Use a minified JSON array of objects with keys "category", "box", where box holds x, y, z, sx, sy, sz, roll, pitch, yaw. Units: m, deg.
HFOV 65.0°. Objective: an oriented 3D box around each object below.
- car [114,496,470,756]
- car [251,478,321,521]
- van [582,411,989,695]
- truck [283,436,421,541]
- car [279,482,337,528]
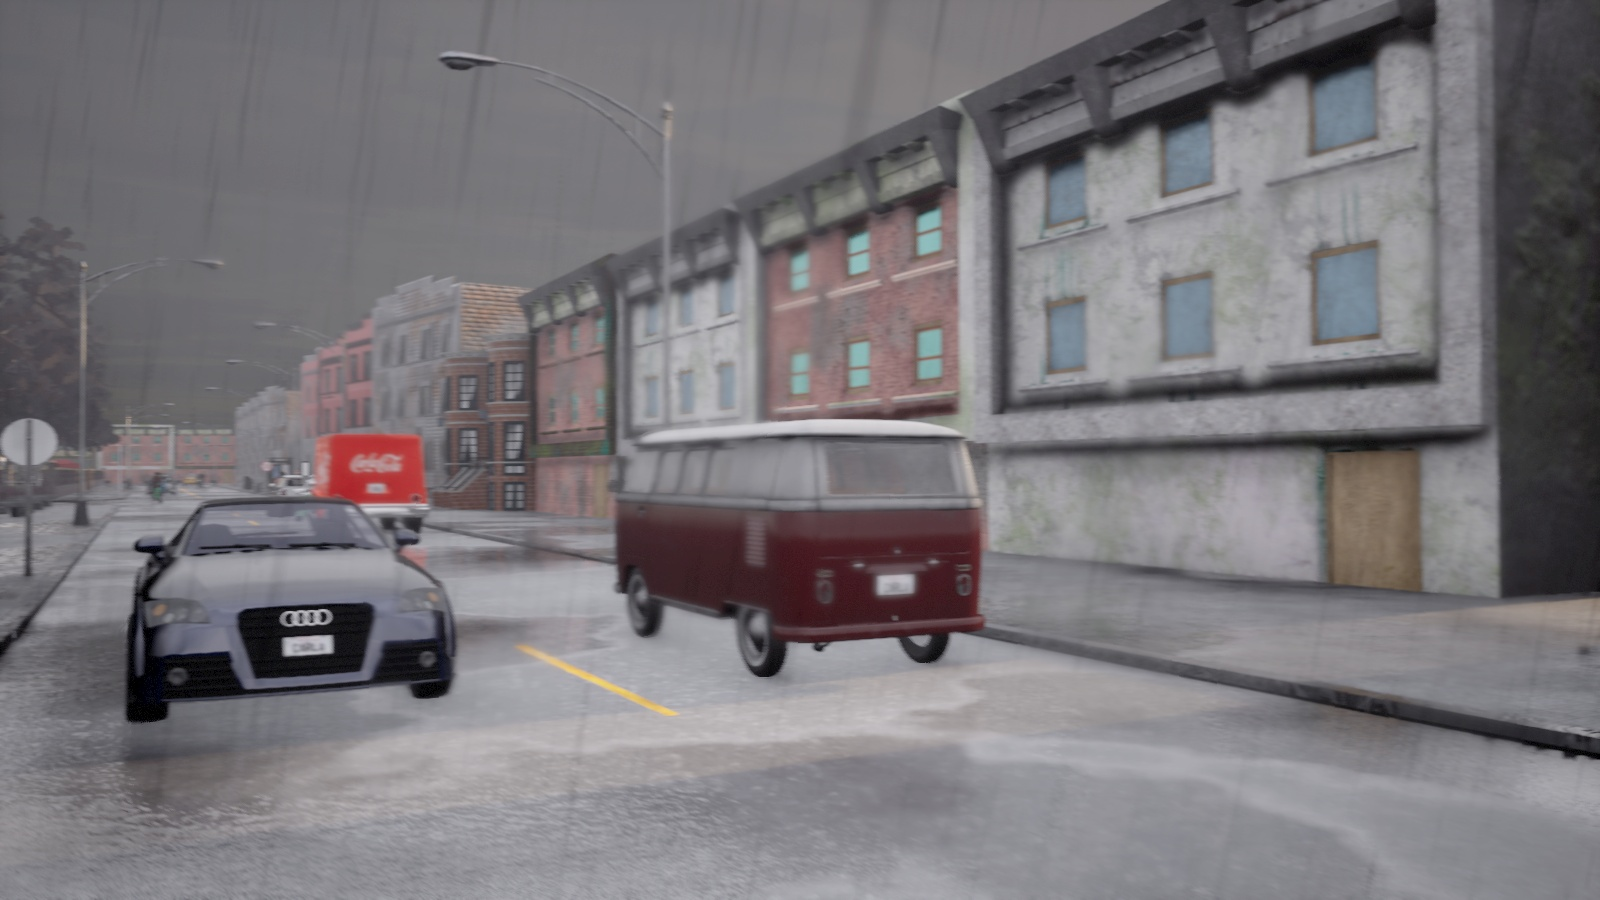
[{"category":"car","box":[-3.983,1.082,9.428,1.994,1.385,4.181,0,-1,-28]},{"category":"car","box":[-18.867,1.767,45.999,1.970,1.475,3.806,0,-1,-28]},{"category":"van","box":[-0.387,0.763,11.191,1.775,1.987,4.442,0,-1,-28]},{"category":"truck","box":[-11.657,0.992,32.422,2.627,2.467,5.204,0,-2,-28]},{"category":"car","box":[-15.704,1.721,40.052,1.481,1.376,2.207,0,-1,-28]}]
